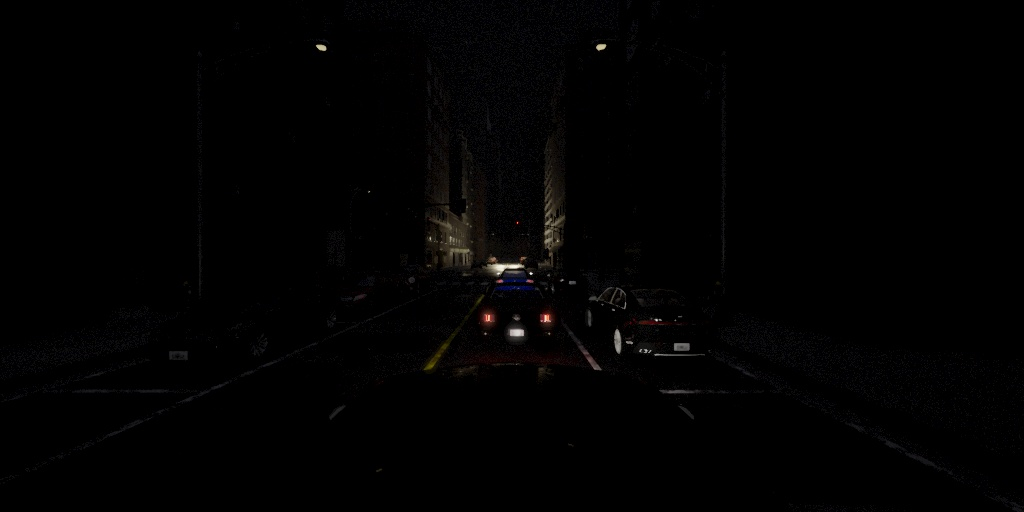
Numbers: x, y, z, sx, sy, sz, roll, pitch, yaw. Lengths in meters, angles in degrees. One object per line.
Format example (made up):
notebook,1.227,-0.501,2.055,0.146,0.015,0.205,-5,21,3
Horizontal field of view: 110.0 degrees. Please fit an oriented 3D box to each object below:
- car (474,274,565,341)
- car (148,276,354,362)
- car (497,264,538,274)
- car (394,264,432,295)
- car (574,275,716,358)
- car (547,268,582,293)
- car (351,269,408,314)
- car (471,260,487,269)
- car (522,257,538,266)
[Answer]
car,0.118,1.351,9.858,1.895,1.301,4.718,0,0,0
car,-5.650,1.315,8.258,1.948,1.339,4.313,0,0,0
car,0.145,1.314,18.617,1.994,1.385,4.181,0,0,1
car,-5.618,1.190,19.261,1.967,1.591,4.097,0,0,0
car,2.875,1.300,8.234,2.007,1.370,4.403,0,0,0
car,2.907,1.316,19.236,1.948,1.339,4.313,0,0,0
car,-5.635,1.332,13.760,1.802,1.307,4.207,0,0,0
car,-5.475,1.367,56.363,1.802,1.307,4.207,0,0,0
car,3.050,1.225,56.325,1.967,1.591,4.097,0,0,0
